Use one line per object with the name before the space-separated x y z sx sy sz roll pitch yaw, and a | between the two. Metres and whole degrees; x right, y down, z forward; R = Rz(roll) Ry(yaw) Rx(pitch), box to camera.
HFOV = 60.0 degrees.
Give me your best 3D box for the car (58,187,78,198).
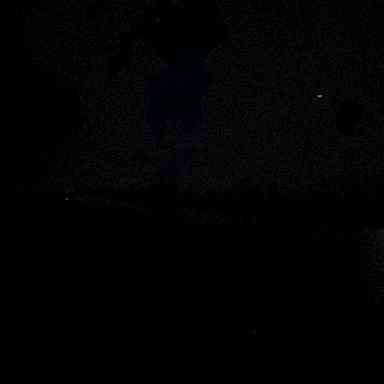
car | -18.628 0.039 49.921 1.882 1.535 5.008 -2 3 -36
